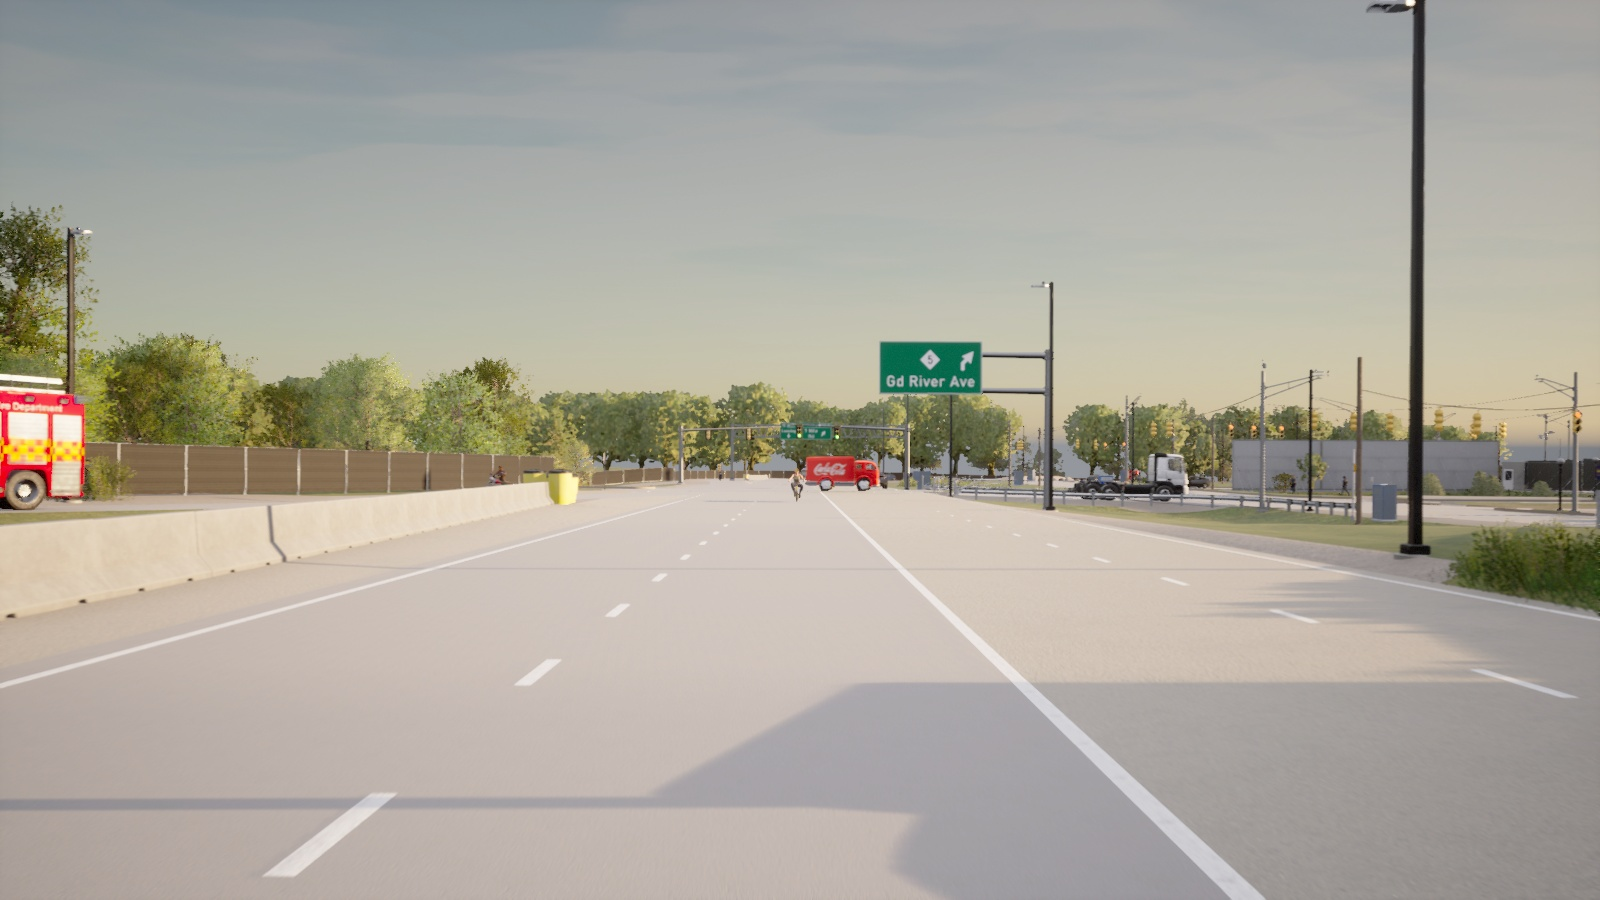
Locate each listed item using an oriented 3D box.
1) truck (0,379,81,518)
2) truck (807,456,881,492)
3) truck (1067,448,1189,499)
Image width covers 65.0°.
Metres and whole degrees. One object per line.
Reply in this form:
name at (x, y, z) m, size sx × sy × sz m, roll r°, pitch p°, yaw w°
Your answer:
truck at (-24.155, -0.085, 33.457) m, size 2.891 × 3.827 × 8.468 m, roll 0°, pitch -1°, yaw 26°
truck at (3.085, 1.697, 89.380) m, size 5.204 × 2.467 × 2.627 m, roll 0°, pitch -1°, yaw 0°
truck at (23.286, 1.685, 89.393) m, size 7.936 × 3.462 × 2.891 m, roll 1°, pitch -1°, yaw 1°
